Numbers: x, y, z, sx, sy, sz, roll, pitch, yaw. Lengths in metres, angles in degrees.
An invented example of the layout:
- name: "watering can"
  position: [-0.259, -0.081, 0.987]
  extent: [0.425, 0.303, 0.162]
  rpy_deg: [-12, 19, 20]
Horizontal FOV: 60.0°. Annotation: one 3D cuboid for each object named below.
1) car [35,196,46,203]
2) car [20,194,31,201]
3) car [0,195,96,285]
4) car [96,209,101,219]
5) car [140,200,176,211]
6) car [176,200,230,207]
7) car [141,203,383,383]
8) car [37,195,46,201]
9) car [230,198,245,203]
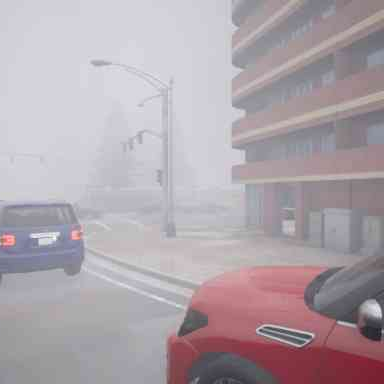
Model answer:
- name: "car"
  position: [-33.275, 1.540, 72.982]
  extent: [2.033, 1.411, 5.357]
  rpy_deg: [0, 0, -23]
- name: "car"
  position: [-40.482, 1.355, 80.970]
  extent: [2.097, 1.767, 4.553]
  rpy_deg: [0, 0, -23]
- name: "car"
  position: [-4.917, 1.221, 9.767]
  extent: [2.150, 2.045, 5.566]
  rpy_deg: [0, 0, -36]
- name: "car"
  position: [-9.538, 1.531, 25.765]
  extent: [4.892, 1.490, 1.837]
  rpy_deg: [0, 0, -23]
- name: "car"
  position: [-3.344, 1.581, 36.126]
  extent: [4.674, 1.442, 1.812]
  rpy_deg: [0, 0, -23]
- name: "car"
  position: [1.115, 1.656, 34.215]
  extent: [4.718, 1.301, 1.895]
  rpy_deg: [0, 0, -23]
- name: "car"
  position: [2.392, 1.221, 2.420]
  extent: [5.566, 2.045, 2.150]
  rpy_deg: [0, 0, 36]
- name: "car"
  position: [-37.309, 1.478, 82.452]
  extent: [1.882, 1.535, 5.008]
  rpy_deg: [0, 0, -23]
- name: "car"
  position: [5.178, 1.533, 39.703]
  extent: [5.008, 1.535, 1.882]
  rpy_deg: [0, 0, -23]
